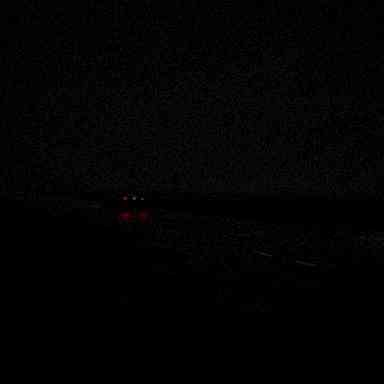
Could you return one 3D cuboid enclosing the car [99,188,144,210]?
[{"bbox_3d":[-5.995,0.479,27.959,2.097,1.767,4.553,2,1,-42],"label":"car"}]
